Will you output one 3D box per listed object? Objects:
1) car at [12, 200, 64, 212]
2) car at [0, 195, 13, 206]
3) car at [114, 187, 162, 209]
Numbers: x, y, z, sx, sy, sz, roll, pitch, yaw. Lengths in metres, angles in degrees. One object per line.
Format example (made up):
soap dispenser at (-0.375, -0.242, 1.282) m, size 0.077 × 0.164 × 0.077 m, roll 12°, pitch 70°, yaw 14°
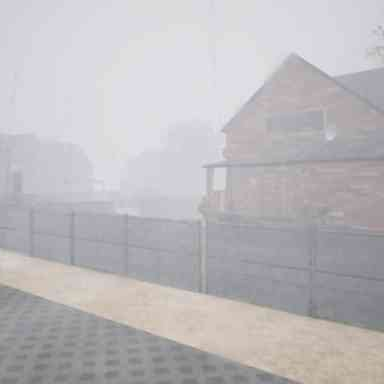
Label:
car at (-9.512, 1.244, 23.290) m, size 1.895 × 1.301 × 4.718 m, roll 1°, pitch 2°, yaw 38°
car at (-13.692, 1.034, 22.137) m, size 2.097 × 1.767 × 4.553 m, roll 1°, pitch 2°, yaw 34°
car at (-5.355, 0.562, 33.925) m, size 2.150 × 2.045 × 5.566 m, roll 1°, pitch 2°, yaw 35°
